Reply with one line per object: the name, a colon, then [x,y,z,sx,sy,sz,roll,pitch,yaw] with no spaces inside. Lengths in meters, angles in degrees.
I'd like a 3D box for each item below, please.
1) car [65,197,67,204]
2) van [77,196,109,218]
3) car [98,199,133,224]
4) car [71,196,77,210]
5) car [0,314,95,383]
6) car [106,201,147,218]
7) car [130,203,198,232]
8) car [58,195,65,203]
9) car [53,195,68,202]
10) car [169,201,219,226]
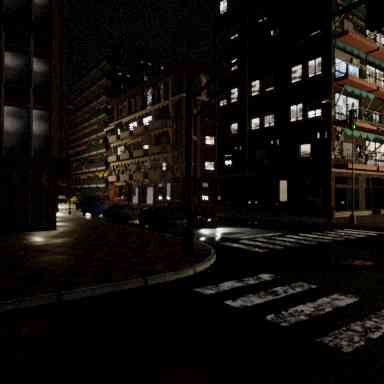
car: [-21.491,1.447,61.605,1.752,1.417,4.829,0,0,-36]
van: [-8.367,1.265,28.981,1.690,1.788,3.998,0,0,-36]
car: [-4.963,1.459,24.242,1.752,1.417,4.829,0,0,-36]
car: [-12.068,1.428,38.587,1.837,1.490,4.892,0,0,-35]
car: [-2.889,1.477,1.309,5.008,1.535,1.882,0,0,-35]
car: [-5.999,1.538,30.120,1.895,1.301,4.718,0,0,-36]
car: [-1.759,1.526,19.781,1.802,1.307,4.206,0,0,-36]
car: [-24.448,1.456,61.261,2.033,1.411,5.357,0,0,-35]
car: [-28.001,1.360,70.665,1.967,1.590,4.097,0,0,-36]
car: [-0.100,1.518,21.903,1.994,1.385,4.181,0,0,-36]
